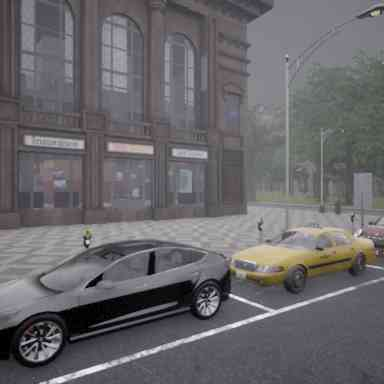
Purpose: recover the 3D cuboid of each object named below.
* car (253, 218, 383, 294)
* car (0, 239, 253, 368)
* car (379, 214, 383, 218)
[{"bbox_3d":[3.053,1.535,8.845,4.829,1.417,1.752,0,0,-36],"label":"car"},{"bbox_3d":[-1.230,1.569,5.777,4.313,1.339,1.947,0,0,-36],"label":"car"},{"bbox_3d":[7.611,1.458,12.111,4.097,1.590,1.967,0,0,-36],"label":"car"}]
